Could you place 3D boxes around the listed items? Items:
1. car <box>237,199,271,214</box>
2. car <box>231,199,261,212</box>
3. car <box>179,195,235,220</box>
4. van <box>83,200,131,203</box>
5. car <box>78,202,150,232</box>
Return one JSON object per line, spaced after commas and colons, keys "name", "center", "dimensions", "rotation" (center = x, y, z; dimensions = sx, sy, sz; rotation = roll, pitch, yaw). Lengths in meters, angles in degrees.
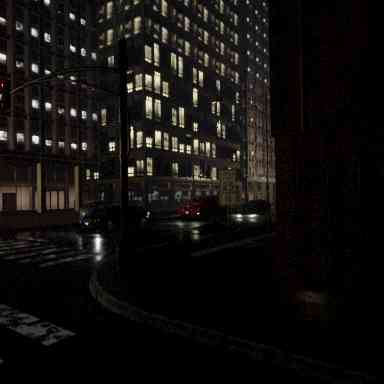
{"name": "car", "center": [7.208, 1.584, 37.512], "dimensions": [1.882, 1.535, 5.008], "rotation": [-1, -1, 36]}
{"name": "car", "center": [6.798, 1.689, 41.405], "dimensions": [1.752, 1.417, 4.829], "rotation": [-2, -1, 36]}
{"name": "car", "center": [1.205, 1.307, 29.149], "dimensions": [2.150, 2.045, 5.566], "rotation": [-1, -1, 36]}
{"name": "van", "center": [-6.030, 1.460, 23.491], "dimensions": [1.690, 1.788, 3.998], "rotation": [-2, -1, 36]}
{"name": "car", "center": [-4.683, 1.571, 20.958], "dimensions": [1.837, 1.490, 4.892], "rotation": [-1, -1, 33]}
